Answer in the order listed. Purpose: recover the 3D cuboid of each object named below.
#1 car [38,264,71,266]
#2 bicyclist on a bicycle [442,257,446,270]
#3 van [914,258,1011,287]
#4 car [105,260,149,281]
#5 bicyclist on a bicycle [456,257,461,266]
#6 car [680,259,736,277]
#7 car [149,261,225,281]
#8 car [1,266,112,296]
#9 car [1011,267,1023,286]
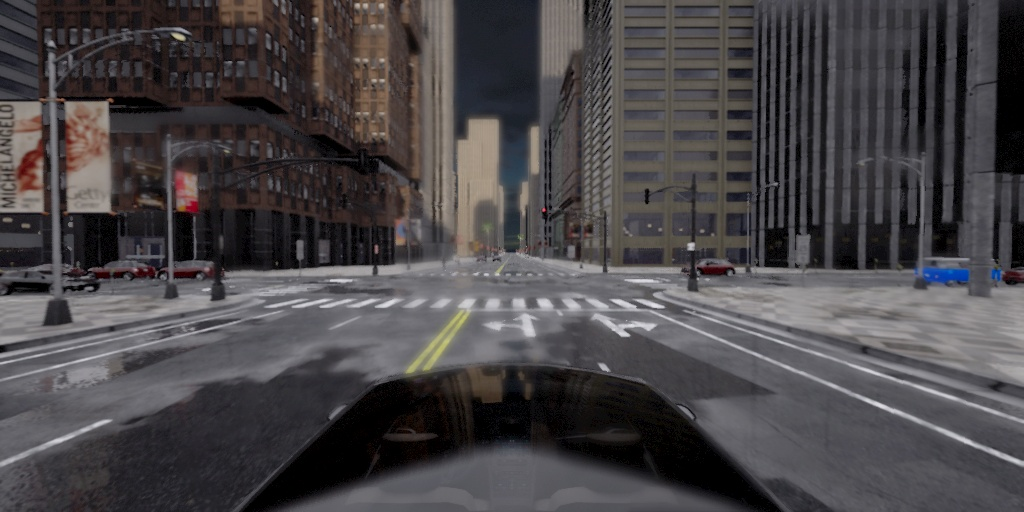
[{"bbox_3d":[-35.573,1.259,27.641,4.207,1.307,1.802,0,0,0],"label":"car"},{"bbox_3d":[-8.739,0.986,46.058,0.582,1.620,1.656,0,1,0],"label":"bicyclist on a bicycle"},{"bbox_3d":[27.522,1.008,22.175,3.998,1.789,1.690,0,0,0],"label":"van"},{"bbox_3d":[-30.149,1.097,27.643,4.097,1.591,1.967,0,0,0],"label":"car"},{"bbox_3d":[-8.714,0.912,58.573,0.866,1.612,1.509,0,0,0],"label":"bicyclist on a bicycle"},{"bbox_3d":[16.687,0.957,30.762,4.097,1.591,1.967,0,0,0],"label":"car"},{"bbox_3d":[-24.724,1.078,27.645,4.097,1.591,1.967,0,0,0],"label":"car"},{"bbox_3d":[-24.723,1.367,19.121,4.313,1.339,1.948,0,0,0],"label":"car"},{"bbox_3d":[32.963,1.243,22.143,4.207,1.307,1.802,0,0,0],"label":"car"}]
